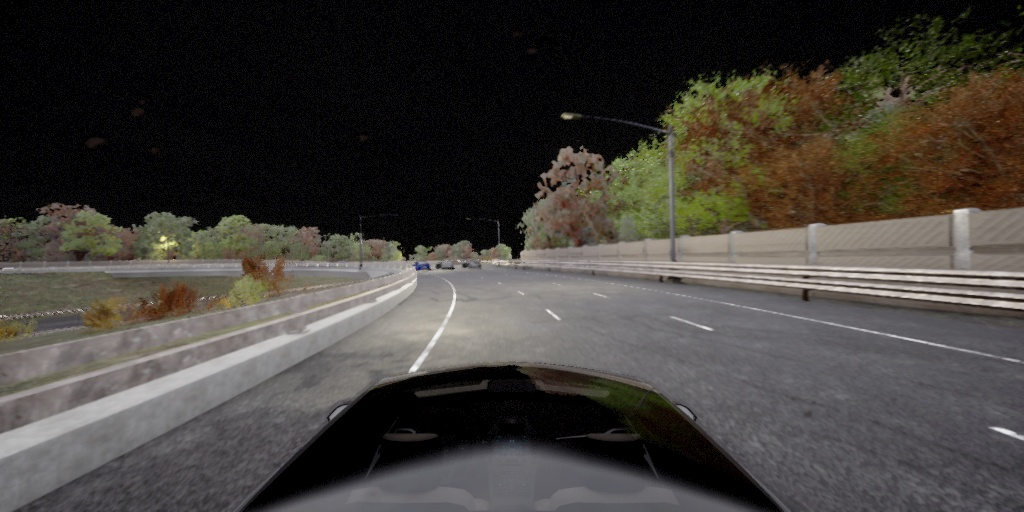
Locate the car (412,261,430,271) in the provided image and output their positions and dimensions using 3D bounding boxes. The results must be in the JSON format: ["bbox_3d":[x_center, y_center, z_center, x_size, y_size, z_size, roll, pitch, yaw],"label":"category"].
[{"bbox_3d":[-14.105,1.506,55.400,1.882,1.535,5.008,-1,0,-30],"label":"car"}]

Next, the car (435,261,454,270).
[{"bbox_3d":[-10.651,1.524,56.425,1.994,1.385,4.181,-1,0,-29],"label":"car"}]

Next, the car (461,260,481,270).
[{"bbox_3d":[-6.371,1.366,55.857,2.128,1.511,4.902,-1,0,-28],"label":"car"}]
